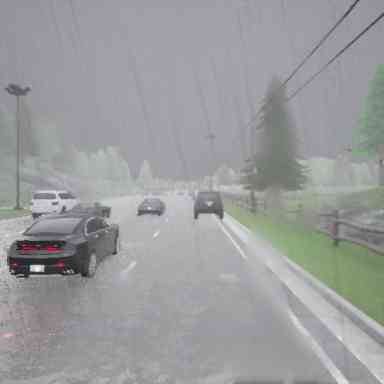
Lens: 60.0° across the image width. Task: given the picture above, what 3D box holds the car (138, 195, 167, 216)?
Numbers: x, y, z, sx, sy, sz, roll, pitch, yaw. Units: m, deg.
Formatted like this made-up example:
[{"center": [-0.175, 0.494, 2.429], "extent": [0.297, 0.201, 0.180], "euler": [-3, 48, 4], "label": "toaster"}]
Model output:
[{"center": [-3.402, 1.248, 28.576], "extent": [1.994, 1.385, 4.181], "euler": [0, 1, 0], "label": "car"}]

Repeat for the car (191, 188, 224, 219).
[{"center": [1.223, 0.938, 25.814], "extent": [2.150, 2.045, 5.566], "euler": [0, 1, 0], "label": "car"}]

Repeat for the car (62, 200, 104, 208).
[{"center": [-6.901, 1.349, 22.762], "extent": [1.895, 1.301, 4.718], "euler": [0, 1, 0], "label": "car"}]

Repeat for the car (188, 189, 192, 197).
[{"center": [-0.006, 0.530, 90.130], "extent": [2.128, 1.511, 4.902], "euler": [0, 1, 0], "label": "car"}]

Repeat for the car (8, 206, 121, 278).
[{"center": [-3.401, 1.397, 9.732], "extent": [1.837, 1.490, 4.892], "euler": [0, 1, 0], "label": "car"}]

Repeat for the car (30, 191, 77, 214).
[{"center": [-10.402, 0.938, 25.751], "extent": [2.150, 2.045, 5.566], "euler": [0, 1, 0], "label": "car"}]
